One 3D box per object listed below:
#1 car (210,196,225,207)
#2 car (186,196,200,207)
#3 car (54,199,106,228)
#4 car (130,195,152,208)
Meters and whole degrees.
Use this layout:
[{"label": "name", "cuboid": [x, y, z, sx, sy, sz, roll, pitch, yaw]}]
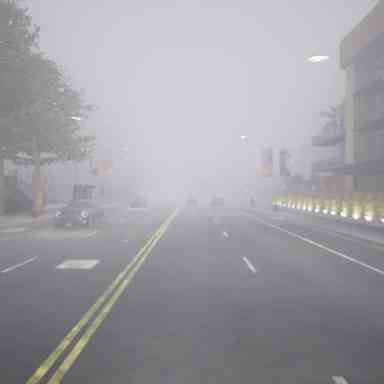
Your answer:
[{"label": "car", "cuboid": [3.566, 1.350, 47.043, 2.128, 1.511, 4.902, 0, 0, 1]}, {"label": "car", "cuboid": [0.107, 1.331, 48.360, 1.882, 1.535, 5.008, 0, 0, 2]}, {"label": "car", "cuboid": [-7.092, 1.287, 21.443, 2.097, 1.767, 4.553, 0, 0, 0]}, {"label": "car", "cuboid": [-6.992, 1.430, 44.820, 1.994, 1.385, 4.181, 0, 0, 0]}]
